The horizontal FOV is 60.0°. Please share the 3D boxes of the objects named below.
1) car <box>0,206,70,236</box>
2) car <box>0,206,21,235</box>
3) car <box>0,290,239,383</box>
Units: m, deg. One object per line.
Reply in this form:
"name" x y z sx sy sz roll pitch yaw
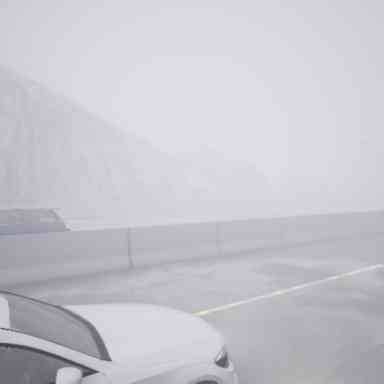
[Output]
"car" -6.822 1.349 12.014 4.553 1.767 2.097 0 0 -35
"car" -11.598 1.525 17.196 4.674 1.442 1.812 0 0 -36
"car" -1.752 1.526 2.497 4.674 1.442 1.812 0 0 -35
